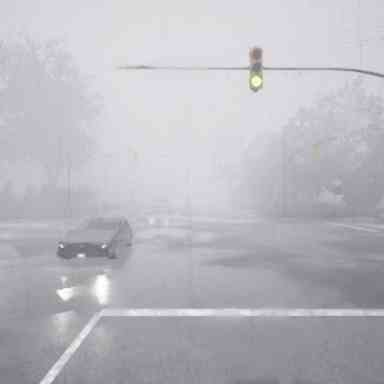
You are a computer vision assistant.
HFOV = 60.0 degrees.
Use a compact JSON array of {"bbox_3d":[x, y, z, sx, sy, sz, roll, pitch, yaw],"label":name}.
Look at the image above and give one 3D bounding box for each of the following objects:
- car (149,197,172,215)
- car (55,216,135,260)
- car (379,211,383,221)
[{"bbox_3d":[-3.521,1.572,38.148,2.150,2.045,5.566,0,0,0],"label":"car"},{"bbox_3d":[-3.508,1.664,13.212,2.033,1.411,5.357,0,0,0],"label":"car"},{"bbox_3d":[17.185,1.718,25.921,4.902,1.511,2.128,0,0,-3],"label":"car"}]
